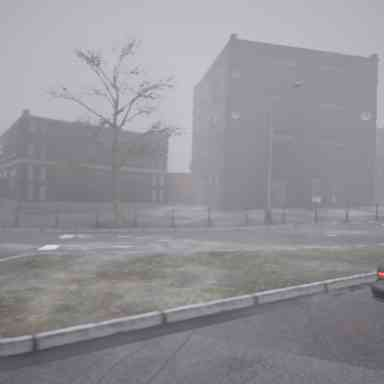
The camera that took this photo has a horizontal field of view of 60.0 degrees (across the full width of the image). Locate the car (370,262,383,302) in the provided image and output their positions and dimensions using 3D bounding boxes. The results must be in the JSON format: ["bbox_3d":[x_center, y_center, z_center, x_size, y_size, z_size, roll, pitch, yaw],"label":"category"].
[{"bbox_3d":[5.950,1.534,6.503,5.357,1.411,2.033,-1,1,-25],"label":"car"}]
